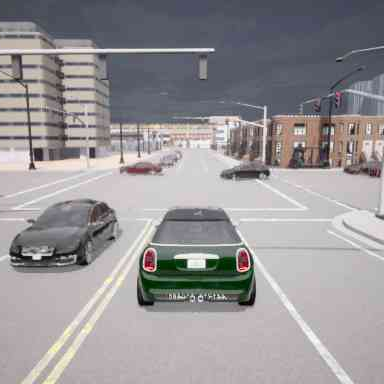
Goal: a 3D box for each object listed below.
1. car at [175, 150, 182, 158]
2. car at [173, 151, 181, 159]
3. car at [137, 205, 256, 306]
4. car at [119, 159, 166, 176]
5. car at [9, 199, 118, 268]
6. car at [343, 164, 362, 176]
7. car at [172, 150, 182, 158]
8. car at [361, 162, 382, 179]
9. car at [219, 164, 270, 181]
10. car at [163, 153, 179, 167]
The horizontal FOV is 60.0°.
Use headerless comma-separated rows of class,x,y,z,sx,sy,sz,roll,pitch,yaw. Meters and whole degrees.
car,-3.405,-7.270,67.502,1.812,1.442,4.674,0,8,1
car,-3.488,-5.930,58.207,1.882,1.535,5.008,0,9,0
car,0.087,1.074,7.671,2.097,1.767,4.553,0,4,0
car,-5.458,-2.546,35.878,4.674,1.442,1.812,0,8,0
car,-3.554,1.052,10.064,1.837,1.490,4.892,0,5,1
car,19.232,-2.513,35.765,5.357,1.411,2.033,0,8,1
car,-3.378,-8.943,77.551,2.097,1.767,4.553,0,8,0
car,19.726,-2.064,32.283,5.008,1.535,1.882,0,8,0
car,4.971,-1.899,31.404,4.892,1.490,1.837,-2,8,-16
car,-3.536,-4.521,48.870,2.128,1.511,4.902,0,8,1
